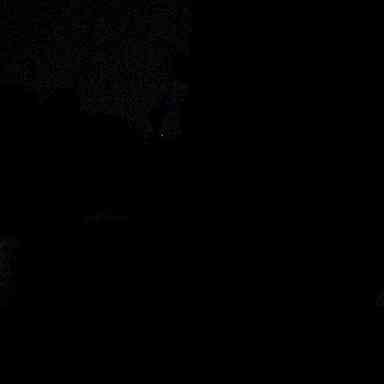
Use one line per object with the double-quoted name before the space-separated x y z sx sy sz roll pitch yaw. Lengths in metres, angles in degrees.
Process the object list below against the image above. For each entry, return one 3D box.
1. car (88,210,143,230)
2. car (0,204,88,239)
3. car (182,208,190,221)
"car" -5.642 1.901 23.910 1.752 1.417 4.829 -1 -1 36
"car" -8.972 1.585 19.271 2.192 1.841 5.009 -1 -1 36
"car" 0.723 2.142 32.782 1.947 1.339 4.313 -1 -1 36
